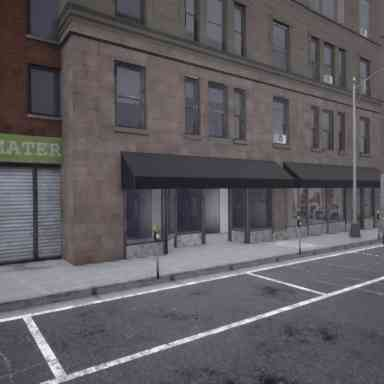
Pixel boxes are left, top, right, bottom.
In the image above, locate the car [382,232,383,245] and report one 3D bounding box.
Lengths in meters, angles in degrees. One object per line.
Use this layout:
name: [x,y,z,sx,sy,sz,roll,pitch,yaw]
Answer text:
car: [9.291,1.540,13.207,4.507,1.381,1.887,0,-1,-36]
